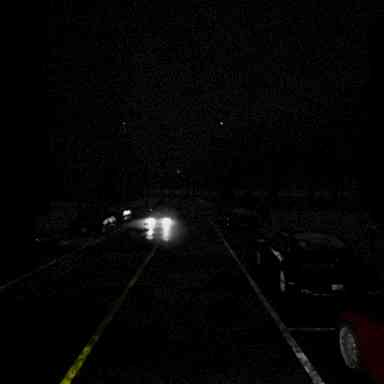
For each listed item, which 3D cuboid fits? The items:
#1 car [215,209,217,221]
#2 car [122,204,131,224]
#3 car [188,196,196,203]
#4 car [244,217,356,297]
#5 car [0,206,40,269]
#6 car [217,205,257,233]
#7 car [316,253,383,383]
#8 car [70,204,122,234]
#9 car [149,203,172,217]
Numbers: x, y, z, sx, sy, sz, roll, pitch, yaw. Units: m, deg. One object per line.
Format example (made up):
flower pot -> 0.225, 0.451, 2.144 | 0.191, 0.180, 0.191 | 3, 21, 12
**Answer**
car -> 2.772, 1.650, 25.458 | 1.947, 1.339, 4.313 | -1, 0, 0
car -> -5.753, 1.636, 25.494 | 2.008, 1.369, 4.403 | -1, 0, 0
car -> 0.026, 1.942, 84.641 | 2.128, 1.511, 4.902 | 0, 0, 0
car -> 2.761, 1.571, 8.451 | 2.008, 1.369, 4.403 | -1, 0, 0
car -> -5.765, 1.335, 8.487 | 2.192, 1.841, 5.009 | 0, 0, 0
car -> 2.768, 1.605, 19.790 | 1.887, 1.381, 4.507 | -1, 0, 0
car -> 2.758, 1.588, 2.782 | 1.802, 1.307, 4.206 | -1, 0, 0
car -> -5.757, 1.627, 19.826 | 1.947, 1.339, 4.313 | -1, 0, 0
car -> -3.004, 1.717, 32.596 | 1.895, 1.301, 4.718 | 0, 0, 1
